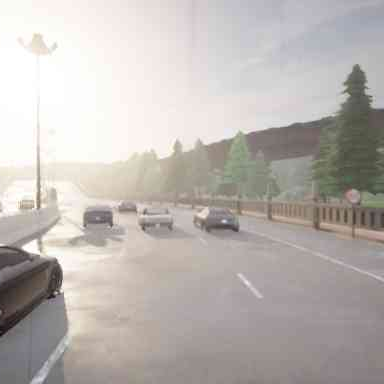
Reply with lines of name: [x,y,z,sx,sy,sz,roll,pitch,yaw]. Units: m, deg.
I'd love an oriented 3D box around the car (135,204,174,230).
car: [-2.411,1.621,21.222,1.895,1.301,4.718,0,0,-12]

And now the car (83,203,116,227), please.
car: [-6.503,1.515,23.286,1.882,1.535,5.008,0,0,-14]

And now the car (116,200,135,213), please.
car: [-7.600,1.613,38.101,1.994,1.385,4.181,0,0,-21]

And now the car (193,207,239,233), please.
car: [1.357,1.568,20.006,1.994,1.385,4.181,0,0,-11]

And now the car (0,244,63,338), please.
car: [-3.786,1.582,5.762,1.994,1.385,4.181,0,0,-3]
